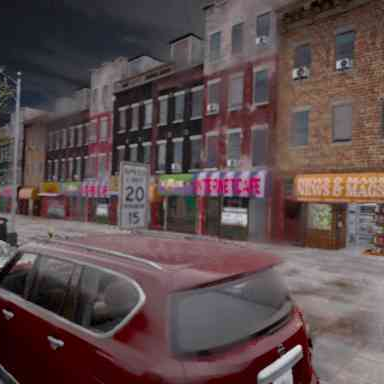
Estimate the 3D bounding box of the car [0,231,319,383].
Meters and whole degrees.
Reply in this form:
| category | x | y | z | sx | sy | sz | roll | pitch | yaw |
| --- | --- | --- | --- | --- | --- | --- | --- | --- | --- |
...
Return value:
| category | x | y | z | sx | sy | sz | roll | pitch | yaw |
| --- | --- | --- | --- | --- | --- | --- | --- | --- | --- |
| car | -1.113 | 1.406 | 3.928 | 5.009 | 1.841 | 2.192 | 0 | -1 | 43 |
